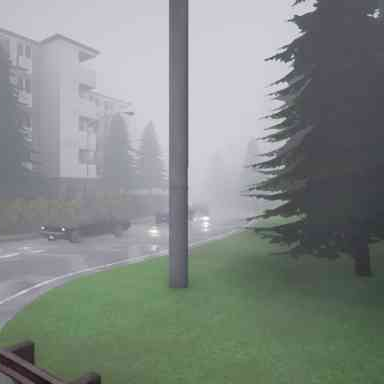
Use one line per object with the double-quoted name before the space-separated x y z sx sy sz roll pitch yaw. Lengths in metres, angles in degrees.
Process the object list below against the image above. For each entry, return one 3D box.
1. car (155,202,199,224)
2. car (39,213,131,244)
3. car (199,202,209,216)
"car" -1.257 1.655 26.219 1.882 1.535 5.008 0 0 17
"car" -5.379 1.779 17.240 1.895 1.301 4.718 0 0 30
"car" 0.842 1.779 35.902 1.895 1.301 4.718 0 0 4
